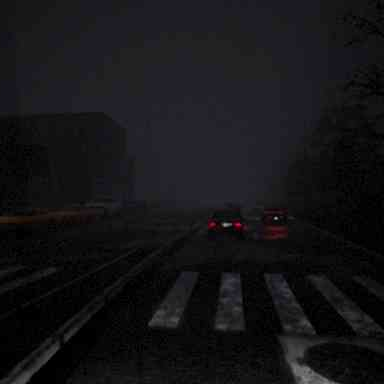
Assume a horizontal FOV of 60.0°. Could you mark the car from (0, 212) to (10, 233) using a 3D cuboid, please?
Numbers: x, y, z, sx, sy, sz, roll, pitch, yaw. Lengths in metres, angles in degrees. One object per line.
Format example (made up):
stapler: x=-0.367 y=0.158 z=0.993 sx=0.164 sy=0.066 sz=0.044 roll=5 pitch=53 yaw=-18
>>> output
car: x=-10.538 y=1.538 z=14.077 sx=1.946 sy=1.575 sz=5.366 roll=0 pitch=0 yaw=8

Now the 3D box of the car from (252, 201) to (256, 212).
car: x=8.363 y=1.723 z=40.947 sx=2.033 sy=1.411 sz=5.357 roll=0 pitch=0 yaw=8

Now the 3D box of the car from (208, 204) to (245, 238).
car: x=1.927 y=1.640 z=18.412 sx=2.033 sy=1.411 sz=5.357 roll=0 pitch=0 yaw=8

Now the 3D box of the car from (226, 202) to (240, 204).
car: x=4.815 y=1.781 z=39.029 sx=1.895 sy=1.301 sz=4.718 roll=0 pitch=0 yaw=8

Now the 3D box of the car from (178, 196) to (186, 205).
car: x=-3.335 y=1.779 z=67.495 sx=2.231 sy=1.521 sz=4.892 roll=0 pitch=0 yaw=8

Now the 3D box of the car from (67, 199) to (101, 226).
car: x=-9.043 y=1.585 z=25.023 sx=1.946 sy=1.575 sz=5.366 roll=0 pitch=0 yaw=8

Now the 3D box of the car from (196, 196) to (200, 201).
car: x=-0.107 y=1.631 z=90.878 sx=2.435 sy=2.045 sz=5.566 roll=0 pitch=0 yaw=8

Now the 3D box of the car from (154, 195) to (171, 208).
car: x=-5.284 y=1.713 z=52.711 sx=2.231 sy=1.521 sz=4.892 roll=0 pitch=0 yaw=8

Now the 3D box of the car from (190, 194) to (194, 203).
car: x=-1.584 y=1.708 z=79.987 sx=2.185 sy=1.767 sz=4.553 roll=0 pitch=0 yaw=8

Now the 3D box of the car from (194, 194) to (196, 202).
car: x=-0.870 y=1.854 z=85.246 sx=1.946 sy=1.575 sz=5.366 roll=0 pitch=0 yaw=8

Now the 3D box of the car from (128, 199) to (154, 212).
car: x=-6.779 y=1.692 z=41.725 sx=2.163 sy=1.488 sz=4.792 roll=0 pitch=0 yaw=8

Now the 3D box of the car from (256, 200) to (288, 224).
car: x=6.272 y=1.617 z=25.966 sx=1.837 sy=1.490 sz=4.892 roll=0 pitch=0 yaw=8

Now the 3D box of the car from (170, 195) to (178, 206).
car: x=-4.547 y=1.485 z=58.153 sx=2.435 sy=2.045 sz=5.566 roll=0 pitch=0 yaw=8

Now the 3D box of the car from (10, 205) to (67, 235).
car: x=-9.786 y=1.560 z=19.548 sx=1.946 sy=1.575 sz=5.366 roll=0 pitch=0 yaw=8

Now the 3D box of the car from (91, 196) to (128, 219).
car: x=-8.260 y=1.362 z=30.779 sx=2.435 sy=2.045 sz=5.566 roll=0 pitch=0 yaw=8

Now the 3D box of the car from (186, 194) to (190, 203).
car: x=-2.356 y=1.805 z=74.297 sx=1.946 sy=1.575 sz=5.366 roll=0 pitch=0 yaw=8
